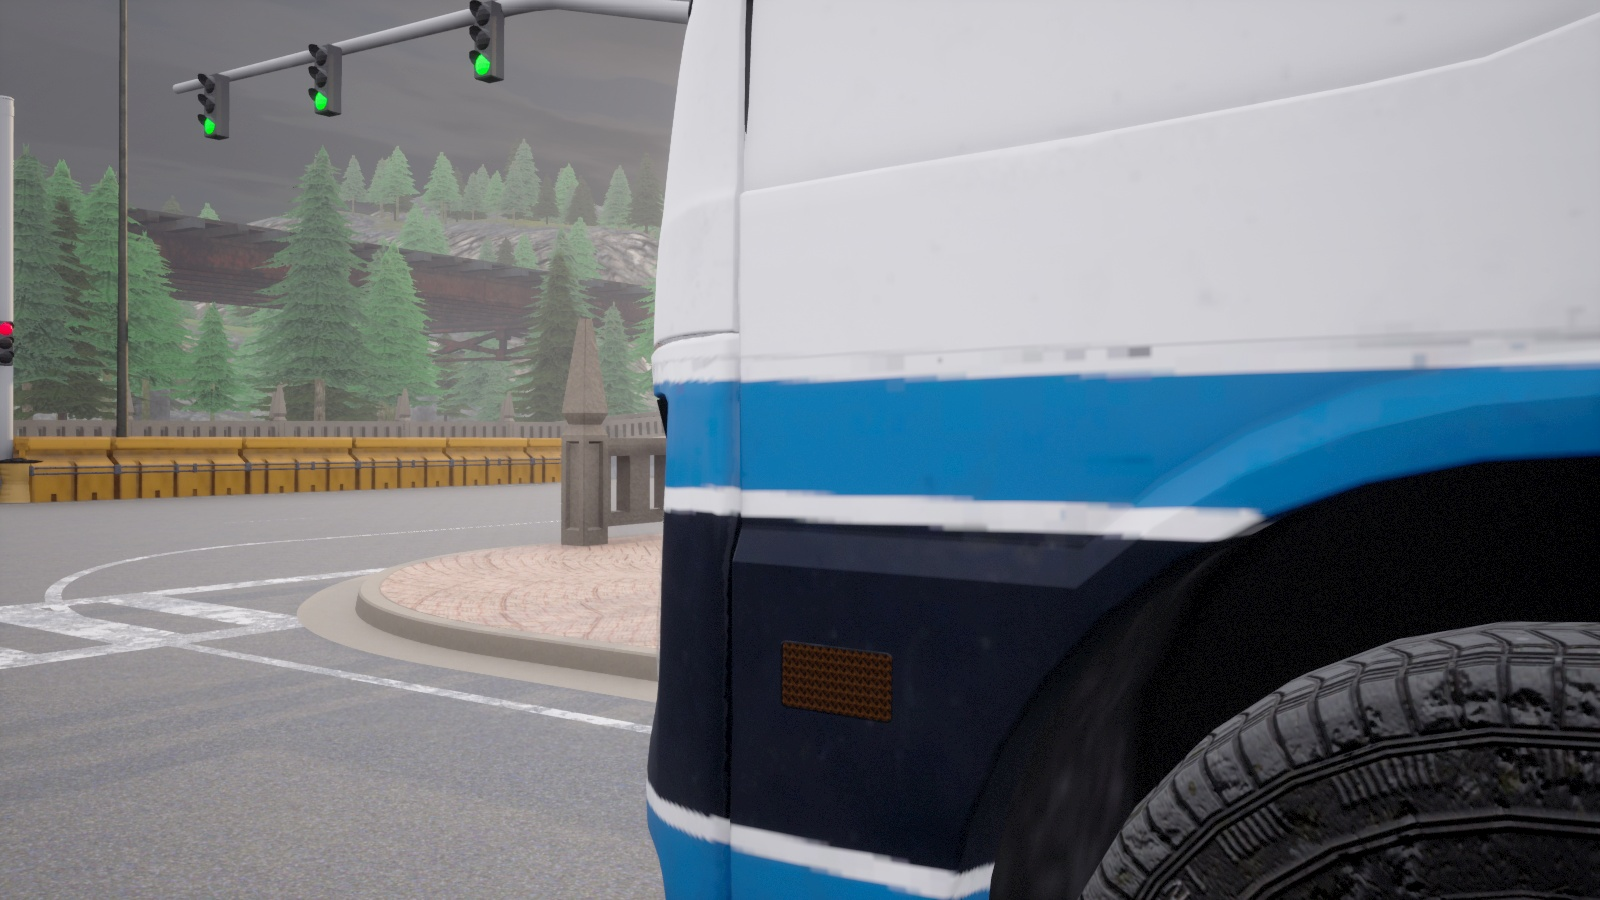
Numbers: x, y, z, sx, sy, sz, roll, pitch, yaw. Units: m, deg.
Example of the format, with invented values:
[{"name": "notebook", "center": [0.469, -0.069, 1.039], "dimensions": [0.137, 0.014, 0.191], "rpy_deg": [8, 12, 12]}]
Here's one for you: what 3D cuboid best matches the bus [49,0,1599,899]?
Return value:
[{"name": "bus", "center": [4.151, -0.694, 0.838], "dimensions": [10.273, 4.253, 3.944], "rpy_deg": [0, 1, 34]}]
